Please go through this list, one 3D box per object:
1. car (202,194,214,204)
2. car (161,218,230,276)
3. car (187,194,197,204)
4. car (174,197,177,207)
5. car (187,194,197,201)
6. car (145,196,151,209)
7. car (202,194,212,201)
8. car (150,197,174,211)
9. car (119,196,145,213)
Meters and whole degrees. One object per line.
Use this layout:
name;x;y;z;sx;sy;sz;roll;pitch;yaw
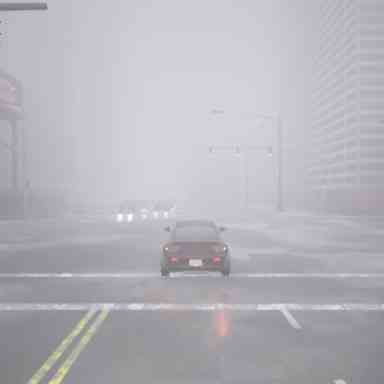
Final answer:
car;3.492;1.579;67.692;2.128;1.511;4.902;0;0;0
car;0.094;1.538;10.321;1.812;1.442;4.674;0;0;0
car;-0.008;1.683;68.074;1.895;1.301;4.718;0;0;0
car;-3.581;1.587;49.538;1.812;1.442;4.674;0;0;0
car;-0.010;1.281;77.980;2.097;1.767;4.553;0;0;0
car;-7.090;1.660;47.438;1.895;1.301;4.718;0;0;0
car;3.490;1.281;77.980;2.097;1.767;4.553;0;0;0
car;-3.601;1.615;40.761;1.994;1.385;4.181;0;0;0
car;-7.103;1.539;38.168;2.128;1.511;4.902;0;0;0
